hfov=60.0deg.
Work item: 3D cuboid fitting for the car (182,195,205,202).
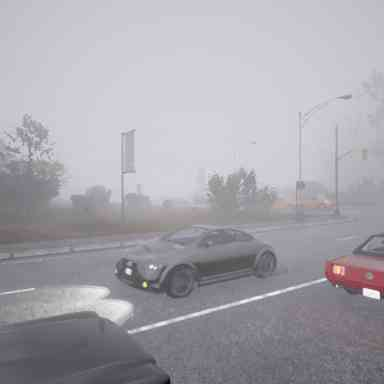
[{"bbox_3d":[0.308,1.315,65.458,1.895,1.301,4.718,-1,0,-39],"label":"car"}]

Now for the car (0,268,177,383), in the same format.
[{"bbox_3d":[-2.416,1.602,2.013,4.718,1.301,1.895,0,0,-36],"label":"car"}]

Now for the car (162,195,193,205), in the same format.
[{"bbox_3d":[-2.340,1.365,51.697,1.994,1.385,4.181,-1,0,-39],"label":"car"}]

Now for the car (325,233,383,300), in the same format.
[{"bbox_3d":[5.107,1.567,7.407,4.718,1.301,1.895,0,0,-36],"label":"car"}]

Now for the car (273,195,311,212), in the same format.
[{"bbox_3d":[9.941,1.270,36.436,1.882,1.535,5.008,-1,0,-39],"label":"car"}]

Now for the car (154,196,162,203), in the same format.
[{"bbox_3d":[-4.927,1.376,60.549,1.895,1.301,4.718,-1,0,-38],"label":"car"}]

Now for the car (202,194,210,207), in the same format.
[{"bbox_3d":[3.972,1.274,43.847,1.882,1.535,5.008,-1,0,-39],"label":"car"}]

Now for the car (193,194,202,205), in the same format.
[{"bbox_3d":[1.919,1.122,51.988,2.097,1.767,4.553,-1,0,-39],"label":"car"}]

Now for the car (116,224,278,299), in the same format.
[{"bbox_3d":[0.228,1.550,8.464,4.181,1.385,1.994,0,0,-36],"label":"car"}]

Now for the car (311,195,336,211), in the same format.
[{"bbox_3d":[13.779,1.113,37.252,2.097,1.767,4.553,-1,0,-39],"label":"car"}]

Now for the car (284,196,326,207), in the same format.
[{"bbox_3d":[15.627,1.251,46.306,2.033,1.411,5.357,-1,0,-38],"label":"car"}]
